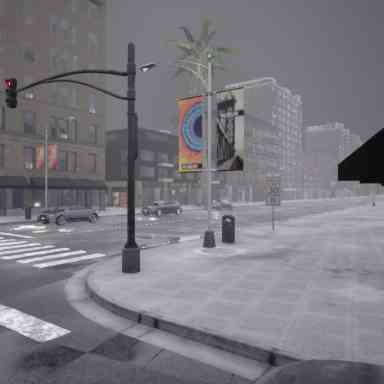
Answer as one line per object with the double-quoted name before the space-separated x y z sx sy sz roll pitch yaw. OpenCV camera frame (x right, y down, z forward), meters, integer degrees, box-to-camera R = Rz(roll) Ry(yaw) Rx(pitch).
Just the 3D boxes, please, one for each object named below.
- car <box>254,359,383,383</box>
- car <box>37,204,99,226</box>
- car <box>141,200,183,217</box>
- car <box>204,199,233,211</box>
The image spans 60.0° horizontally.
"car" 2.141 1.551 1.323 4.403 1.369 2.008 0 0 35
"car" -8.810 1.580 23.852 1.994 1.385 4.181 0 0 35
"car" -2.853 1.539 32.308 1.837 1.490 4.892 0 0 35
"car" 3.368 1.582 41.119 1.812 1.442 4.674 0 0 35
